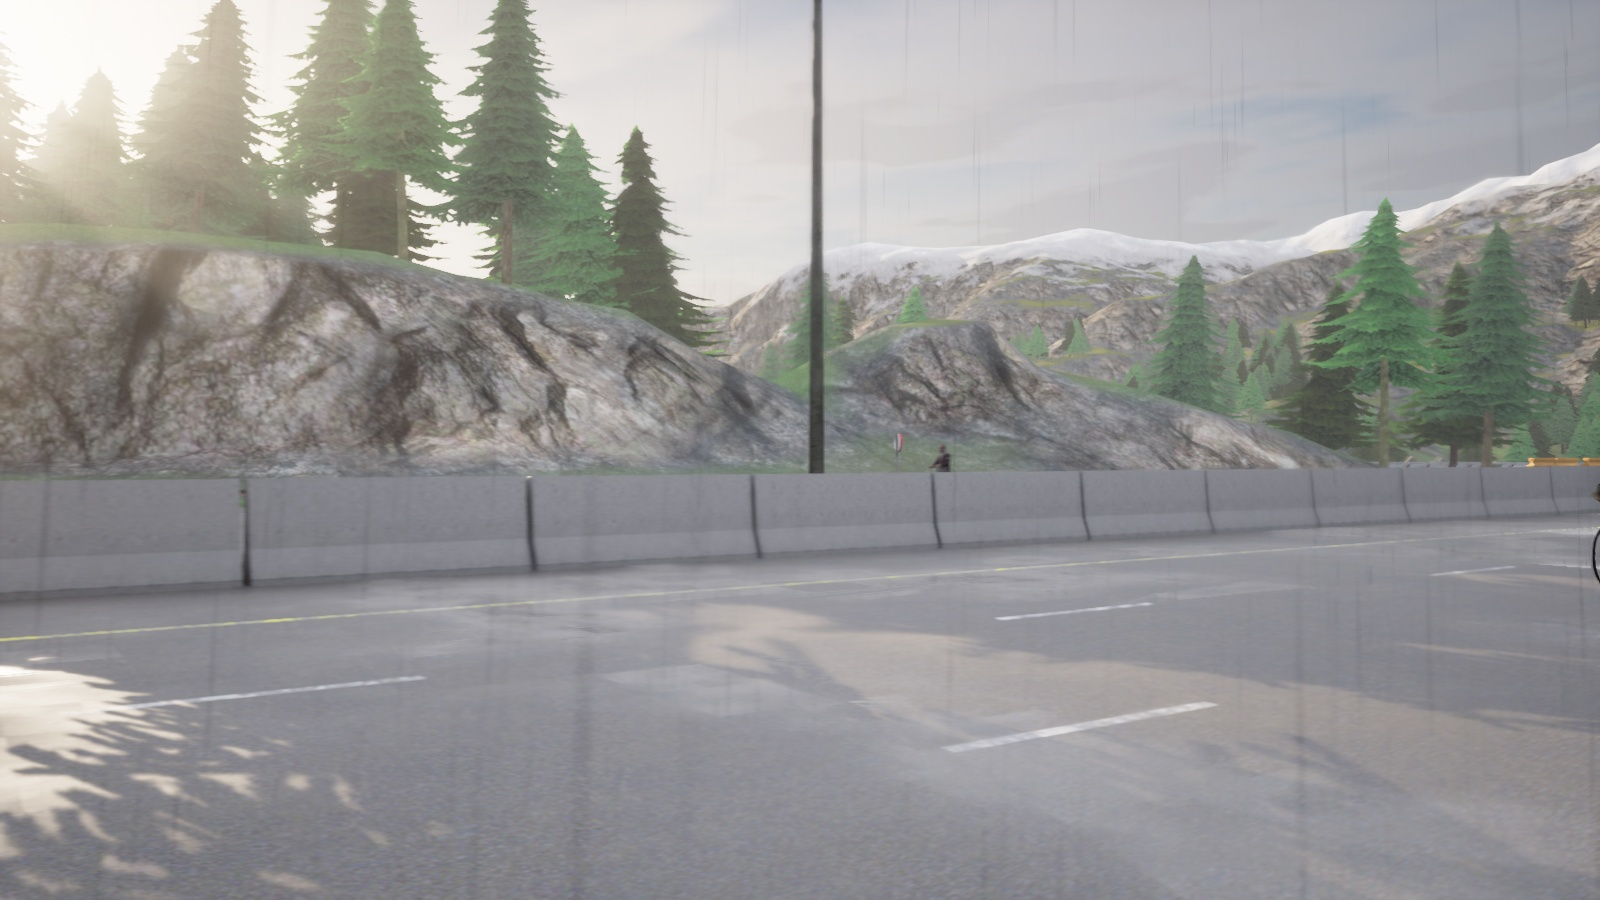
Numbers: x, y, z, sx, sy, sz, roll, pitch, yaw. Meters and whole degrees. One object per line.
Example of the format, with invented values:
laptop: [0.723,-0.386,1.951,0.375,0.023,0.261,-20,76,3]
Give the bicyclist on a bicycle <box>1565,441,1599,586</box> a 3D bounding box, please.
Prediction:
bicyclist on a bicycle: [9.594,0.713,14.601,1.656,1.620,0.582,0,0,-35]
